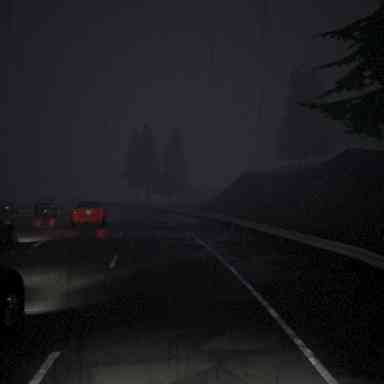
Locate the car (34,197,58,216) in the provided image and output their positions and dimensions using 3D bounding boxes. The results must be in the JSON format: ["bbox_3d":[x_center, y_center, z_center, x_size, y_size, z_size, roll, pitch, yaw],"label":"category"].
[{"bbox_3d":[-13.941,1.491,31.770,2.128,1.511,4.902,0,0,-23],"label":"car"}]

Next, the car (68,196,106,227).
[{"bbox_3d":[-7.166,1.341,23.266,2.097,1.767,4.553,0,0,-15],"label":"car"}]

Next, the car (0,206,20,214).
[{"bbox_3d":[-8.230,1.513,12.516,1.837,1.490,4.892,0,0,-9],"label":"car"}]

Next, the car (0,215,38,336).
[{"bbox_3d":[-3.809,1.359,3.795,2.097,1.767,4.553,0,0,-3],"label":"car"}]

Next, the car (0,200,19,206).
[{"bbox_3d":[-19.519,1.576,35.400,1.994,1.385,4.181,0,0,-27],"label":"car"}]

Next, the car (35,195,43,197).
[{"bbox_3d":[-38.639,1.451,84.517,1.812,1.442,4.674,0,0,-34],"label":"car"}]

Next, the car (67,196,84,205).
[{"bbox_3d":[-20.997,1.507,59.936,1.812,1.442,4.674,0,0,-34],"label":"car"}]
